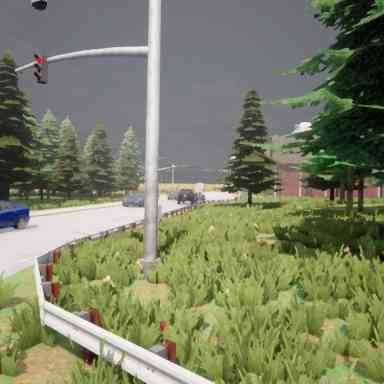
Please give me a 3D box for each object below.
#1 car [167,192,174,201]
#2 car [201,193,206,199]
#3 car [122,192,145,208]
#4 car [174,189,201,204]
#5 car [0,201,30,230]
[{"bbox_3d":[-2.807,0.764,54.573,1.837,1.490,4.892,1,1,9],"label":"car"},{"bbox_3d":[1.241,0.788,57.384,2.033,1.411,5.357,1,1,9],"label":"car"},{"bbox_3d":[-5.863,0.776,35.825,2.097,1.767,4.553,1,1,10],"label":"car"},{"bbox_3d":[-0.525,0.604,45.618,2.150,2.045,5.566,1,1,9],"label":"car"},{"bbox_3d":[-9.695,1.137,15.340,1.882,1.535,5.008,1,1,11],"label":"car"}]
